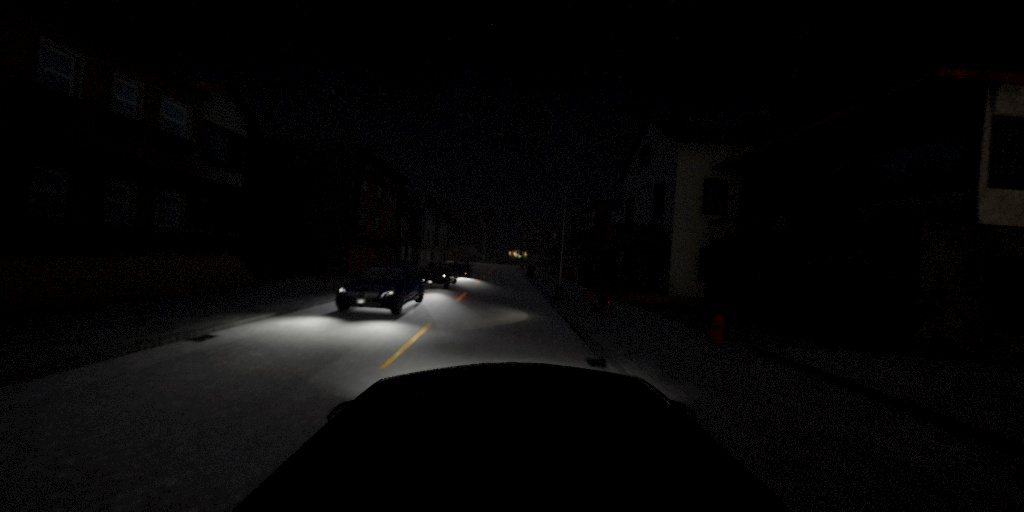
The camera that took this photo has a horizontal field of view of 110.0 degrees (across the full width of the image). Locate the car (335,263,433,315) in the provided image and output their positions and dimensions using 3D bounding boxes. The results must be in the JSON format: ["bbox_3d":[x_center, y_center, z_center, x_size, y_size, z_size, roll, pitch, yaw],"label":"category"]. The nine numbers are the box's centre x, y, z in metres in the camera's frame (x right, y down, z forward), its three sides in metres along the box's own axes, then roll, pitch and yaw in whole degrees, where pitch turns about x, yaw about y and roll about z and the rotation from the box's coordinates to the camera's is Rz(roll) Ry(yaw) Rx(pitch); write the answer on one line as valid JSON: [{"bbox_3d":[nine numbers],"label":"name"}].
[{"bbox_3d":[-4.287,1.008,12.458,1.812,1.442,4.674,4,0,-1],"label":"car"}]

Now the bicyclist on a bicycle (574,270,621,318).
[{"bbox_3d":[3.002,1.317,12.500,1.656,1.620,0.582,4,0,-1],"label":"bicyclist on a bicycle"}]

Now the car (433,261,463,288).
[{"bbox_3d":[-4.433,1.096,21.591,1.895,1.301,4.718,4,0,-1],"label":"car"}]

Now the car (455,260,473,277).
[{"bbox_3d":[-4.555,1.076,31.571,1.994,1.385,4.181,4,0,-1],"label":"car"}]
